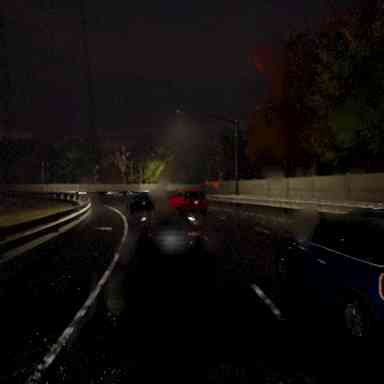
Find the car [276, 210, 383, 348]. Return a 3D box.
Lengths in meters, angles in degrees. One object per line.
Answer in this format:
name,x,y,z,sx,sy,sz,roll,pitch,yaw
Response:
car,3.208,1.257,6.352,2.097,1.767,4.553,0,1,-4

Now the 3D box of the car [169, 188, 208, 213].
car,-0.401,0.841,27.512,2.150,2.045,5.566,0,1,-15

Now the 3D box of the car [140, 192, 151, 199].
car,-9.226,0.675,65.589,1.994,1.385,4.181,0,1,-11

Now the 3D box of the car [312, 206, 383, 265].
car,6.204,1.350,11.763,1.812,1.442,4.674,0,1,-7

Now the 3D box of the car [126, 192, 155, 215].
car,-4.568,0.956,29.211,2.097,1.767,4.553,0,1,-17

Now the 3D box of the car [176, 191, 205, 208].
car,-0.254,0.824,38.227,2.097,1.767,4.553,0,1,-19

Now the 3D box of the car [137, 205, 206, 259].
car,-0.875,1.398,11.994,1.994,1.385,4.181,0,1,-7
